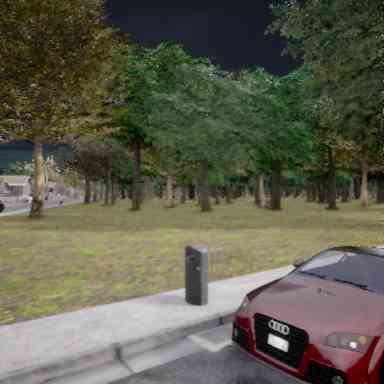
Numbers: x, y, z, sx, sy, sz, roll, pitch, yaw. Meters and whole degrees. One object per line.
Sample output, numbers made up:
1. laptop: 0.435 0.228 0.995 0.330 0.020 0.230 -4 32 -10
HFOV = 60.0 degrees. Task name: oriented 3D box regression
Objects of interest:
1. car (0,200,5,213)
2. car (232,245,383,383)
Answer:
1. car: -23.835 1.565 38.912 2.150 2.045 5.566 0 0 -12
2. car: 2.601 1.571 5.058 4.181 1.385 1.994 0 0 -37
